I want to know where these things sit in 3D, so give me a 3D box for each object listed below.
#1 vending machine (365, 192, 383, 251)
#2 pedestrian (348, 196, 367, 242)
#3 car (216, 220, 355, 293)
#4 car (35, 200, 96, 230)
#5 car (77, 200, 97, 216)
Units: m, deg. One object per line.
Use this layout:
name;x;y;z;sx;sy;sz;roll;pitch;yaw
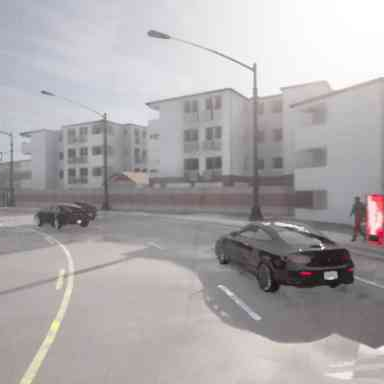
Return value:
vending machine;7.232;1.058;12.361;1.100;2.100;0.880;-1;0;-19
pedestrian;6.426;1.009;12.919;0.375;1.860;0.375;-1;0;-20
car;2.112;1.457;8.714;1.812;1.442;4.674;0;0;-15
car;-8.279;1.474;21.014;4.892;1.490;1.837;0;-1;45
car;-9.490;1.447;26.488;4.892;1.490;1.837;0;0;40
